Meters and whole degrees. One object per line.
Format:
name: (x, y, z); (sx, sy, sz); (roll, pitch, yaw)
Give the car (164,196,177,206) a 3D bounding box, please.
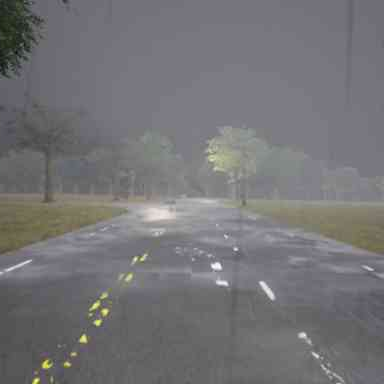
car: (-3.577, 1.510, 55.247); (1.837, 1.490, 4.892); (1, -1, 0)
